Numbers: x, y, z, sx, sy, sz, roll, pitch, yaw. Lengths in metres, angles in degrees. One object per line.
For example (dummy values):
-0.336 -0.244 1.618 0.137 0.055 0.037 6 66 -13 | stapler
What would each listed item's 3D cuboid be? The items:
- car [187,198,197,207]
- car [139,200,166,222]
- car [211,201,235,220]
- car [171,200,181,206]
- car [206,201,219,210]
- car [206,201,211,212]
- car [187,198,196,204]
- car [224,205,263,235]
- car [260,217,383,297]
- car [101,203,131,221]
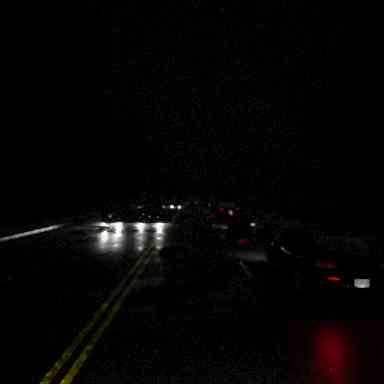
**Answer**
-0.068 2.073 60.875 2.033 1.411 5.357 0 -1 0 | car
-3.380 1.724 28.786 1.837 1.490 4.892 0 -1 0 | car
3.216 1.739 30.676 2.163 1.488 4.792 0 0 0 | car
-3.328 2.230 70.097 1.895 1.301 4.718 0 -1 0 | car
3.191 2.037 52.677 1.895 1.301 4.718 0 -1 0 | car
3.203 1.893 41.646 1.994 1.385 4.181 0 -1 0 | car
-0.090 2.133 80.907 2.033 1.411 5.357 0 -1 0 | car
3.226 1.709 19.659 1.994 1.385 4.181 0 0 0 | car
3.240 1.587 8.646 1.812 1.442 4.674 0 0 0 | car
-6.630 1.716 29.444 2.128 1.511 4.902 0 0 0 | car
